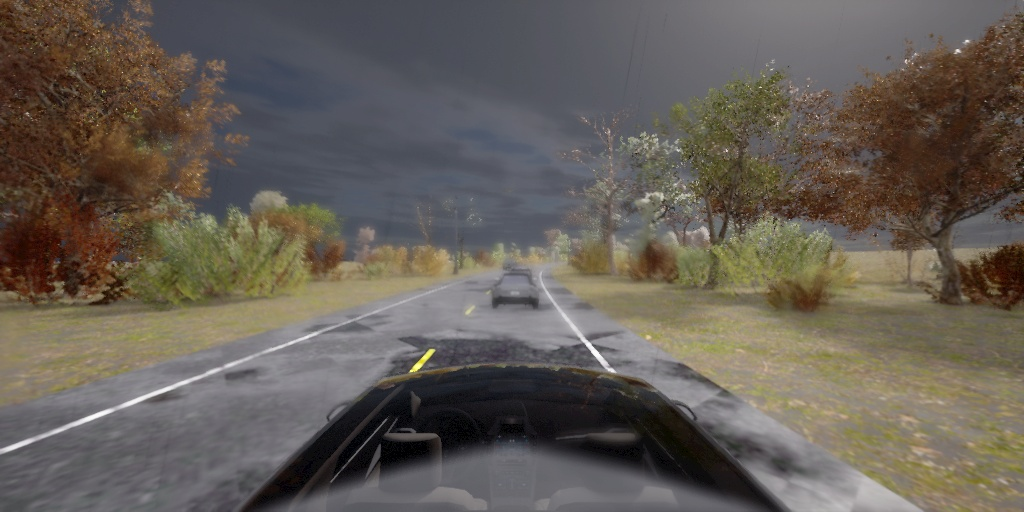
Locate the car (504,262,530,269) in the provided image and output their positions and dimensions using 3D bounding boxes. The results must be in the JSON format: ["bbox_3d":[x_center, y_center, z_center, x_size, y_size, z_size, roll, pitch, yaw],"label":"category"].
[{"bbox_3d":[0.794,1.503,30.972,2.128,1.511,4.902,0,0,3],"label":"car"}]

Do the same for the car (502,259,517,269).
[{"bbox_3d":[-0.274,1.475,60.386,2.150,2.045,5.566,0,0,7],"label":"car"}]

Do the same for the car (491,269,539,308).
[{"bbox_3d":[0.174,1.444,16.019,1.994,1.385,4.181,0,0,2],"label":"car"}]
